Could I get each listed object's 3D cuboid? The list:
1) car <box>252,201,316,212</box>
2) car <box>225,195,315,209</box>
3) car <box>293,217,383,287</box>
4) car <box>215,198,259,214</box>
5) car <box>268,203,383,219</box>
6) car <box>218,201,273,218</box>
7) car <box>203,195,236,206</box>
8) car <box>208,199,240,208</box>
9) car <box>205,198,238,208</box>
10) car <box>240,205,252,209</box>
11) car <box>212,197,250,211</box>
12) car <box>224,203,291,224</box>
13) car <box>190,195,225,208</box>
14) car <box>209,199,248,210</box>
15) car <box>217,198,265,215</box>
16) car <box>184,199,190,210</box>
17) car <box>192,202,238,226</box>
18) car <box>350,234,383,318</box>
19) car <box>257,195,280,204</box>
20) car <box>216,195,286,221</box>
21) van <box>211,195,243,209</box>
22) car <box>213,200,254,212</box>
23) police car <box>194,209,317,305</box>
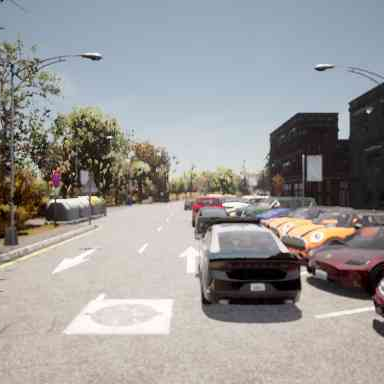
[{"bbox_3d":[5.298,1.420,14.560,4.553,1.767,2.185,1,0,-20],"label":"car"},{"bbox_3d":[5.246,1.323,20.535,5.566,2.045,2.435,1,0,-20],"label":"car"},{"bbox_3d":[5.250,1.548,8.538,4.792,1.488,2.163,1,0,-20],"label":"car"},{"bbox_3d":[5.204,1.559,38.566,4.553,1.767,2.185,1,-1,-20],"label":"car"},{"bbox_3d":[5.303,1.406,11.559,4.553,1.767,2.185,1,0,-20],"label":"car"},{"bbox_3d":[5.218,1.674,32.550,4.792,1.488,2.163,1,0,-20],"label":"car"},{"bbox_3d":[5.169,1.610,62.624,5.566,2.045,2.435,1,-1,-20],"label":"car"},{"bbox_3d":[5.198,1.834,53.587,4.674,1.452,2.002,1,0,-20],"label":"car"},{"bbox_3d":[5.004,1.811,56.528,5.366,1.575,1.946,1,0,-20],"label":"car"},{"bbox_3d":[5.257,1.600,17.555,4.674,1.452,2.002,1,-1,-20],"label":"car"},{"bbox_3d":[5.257,1.603,44.583,4.553,1.767,2.185,1,0,-20],"label":"car"},{"bbox_3d":[5.221,1.637,26.549,4.792,1.488,2.163,1,0,-20],"label":"car"},{"bbox_3d":[1.096,1.335,24.281,2.150,2.045,5.566,0,0,0],"label":"car"},{"bbox_3d":[5.207,1.750,47.585,5.008,1.535,2.097,1,-1,-20],"label":"car"},{"bbox_3d":[5.208,1.538,35.565,4.553,1.767,2.185,1,-1,-20],"label":"car"},{"bbox_3d":[-0.131,1.751,46.807,2.128,1.511,4.902,0,0,0],"label":"car"},{"bbox_3d":[1.108,1.556,18.249,1.882,1.535,5.008,0,0,0],"label":"car"},{"bbox_3d":[5.289,1.547,5.546,4.674,1.452,2.002,1,0,-20],"label":"car"},{"bbox_3d":[18.071,1.738,78.667,2.435,2.045,5.566,0,0,-22],"label":"car"},{"bbox_3d":[5.224,1.374,29.552,5.566,2.045,2.435,1,0,-20],"label":"car"},{"bbox_3d":[5.316,1.548,50.632,4.442,1.987,1.878,1,-1,-20],"label":"van"},{"bbox_3d":[5.230,1.746,41.573,4.674,1.452,2.002,1,0,-20],"label":"car"},{"bbox_3d":[1.133,1.458,8.359,1.930,1.638,5.238,0,0,0],"label":"police car"}]
